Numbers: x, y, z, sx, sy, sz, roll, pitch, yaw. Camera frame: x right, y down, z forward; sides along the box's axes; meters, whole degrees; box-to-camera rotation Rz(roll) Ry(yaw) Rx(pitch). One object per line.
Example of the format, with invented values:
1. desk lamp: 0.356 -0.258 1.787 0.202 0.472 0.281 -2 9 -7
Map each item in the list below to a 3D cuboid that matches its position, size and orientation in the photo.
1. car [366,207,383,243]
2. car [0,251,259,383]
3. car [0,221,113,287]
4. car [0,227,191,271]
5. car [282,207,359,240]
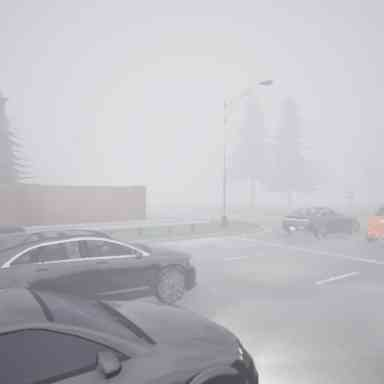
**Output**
1. car: 9.971 1.381 15.166 4.553 1.767 2.097 0 0 -35
2. car: -1.402 1.564 2.746 4.181 1.385 1.994 0 0 -36
3. car: -4.738 1.603 8.964 4.718 1.301 1.895 0 0 -36
4. car: -2.122 1.495 6.533 4.902 1.511 2.128 0 0 -36
5. car: 6.726 1.518 17.151 4.902 1.511 2.128 0 0 -35
